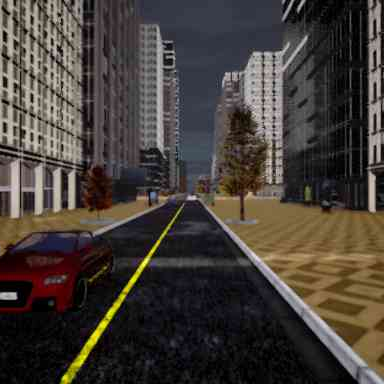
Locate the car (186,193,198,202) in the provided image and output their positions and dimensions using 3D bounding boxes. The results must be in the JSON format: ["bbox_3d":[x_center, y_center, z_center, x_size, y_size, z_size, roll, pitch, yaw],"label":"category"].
[{"bbox_3d":[-0.003,1.158,71.546,2.150,2.045,5.566,0,0,0],"label":"car"}]

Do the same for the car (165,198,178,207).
[{"bbox_3d":[-3.069,1.559,50.310,2.033,1.411,5.357,0,0,1],"label":"car"}]

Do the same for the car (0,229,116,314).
[{"bbox_3d":[-3.092,1.567,7.603,1.994,1.385,4.181,0,0,0],"label":"car"}]
